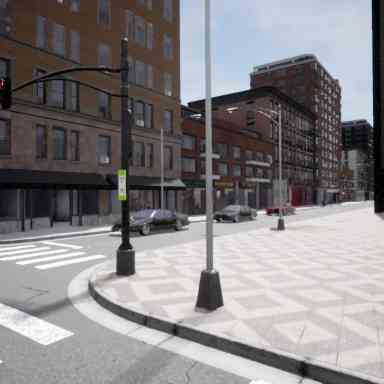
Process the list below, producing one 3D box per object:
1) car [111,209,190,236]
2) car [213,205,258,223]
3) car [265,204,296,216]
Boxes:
[{"bbox_3d":[-2.270,1.708,19.986,2.033,1.411,5.357,-1,-1,36],"label":"car"},{"bbox_3d":[3.816,1.796,28.452,2.033,1.411,5.357,-1,-1,35],"label":"car"},{"bbox_3d":[9.839,1.933,36.802,1.895,1.301,4.718,-1,-1,36],"label":"car"}]
